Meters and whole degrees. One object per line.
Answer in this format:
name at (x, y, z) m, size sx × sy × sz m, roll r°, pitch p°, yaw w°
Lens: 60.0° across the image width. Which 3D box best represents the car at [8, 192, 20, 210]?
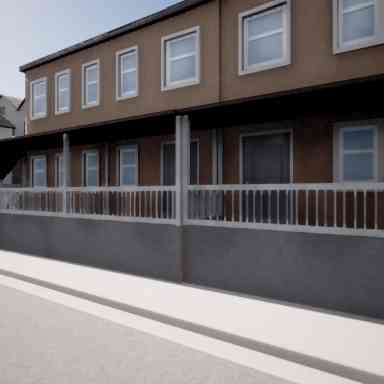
car at (-15.132, 0.850, 28.667) m, size 2.033 × 1.411 × 5.357 m, roll 0°, pitch 16°, yaw 34°
